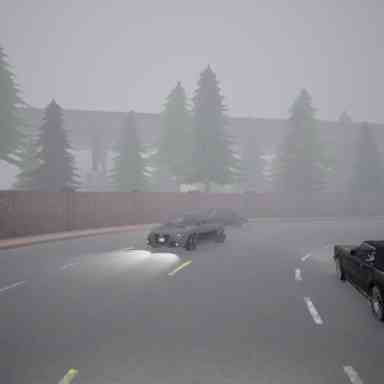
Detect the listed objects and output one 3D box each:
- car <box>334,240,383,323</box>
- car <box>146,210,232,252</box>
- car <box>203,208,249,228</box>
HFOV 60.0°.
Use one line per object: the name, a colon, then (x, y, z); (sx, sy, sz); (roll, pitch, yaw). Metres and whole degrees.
car: (4.465, 1.683, 7.130); (1.895, 1.301, 4.718); (0, -1, 11)
car: (-0.162, 1.719, 14.822); (1.994, 1.385, 4.181); (0, -1, 32)
car: (1.599, 1.789, 22.846); (5.357, 1.411, 2.033); (1, -1, -40)
